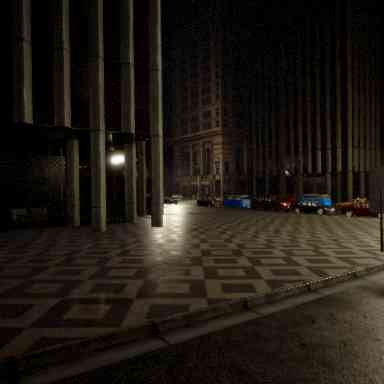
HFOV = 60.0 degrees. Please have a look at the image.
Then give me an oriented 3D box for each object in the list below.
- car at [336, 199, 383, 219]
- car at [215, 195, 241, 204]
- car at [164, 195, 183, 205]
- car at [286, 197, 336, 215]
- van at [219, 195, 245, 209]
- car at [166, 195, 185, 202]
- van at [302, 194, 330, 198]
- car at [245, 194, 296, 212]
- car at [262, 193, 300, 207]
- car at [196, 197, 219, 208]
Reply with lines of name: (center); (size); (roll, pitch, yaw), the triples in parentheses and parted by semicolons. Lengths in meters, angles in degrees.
car: (15.366, 1.567, 28.915); (1.887, 1.381, 4.507); (-1, 1, -36)
car: (6.047, 1.296, 56.442); (1.752, 1.417, 4.829); (-1, 1, -36)
car: (-4.017, 1.439, 55.810); (2.008, 1.369, 4.403); (-1, 1, -36)
car: (12.135, 1.549, 33.397); (2.008, 1.369, 4.403); (-1, 1, -36)
van: (5.672, 1.294, 42.361); (1.690, 1.788, 3.998); (-1, 1, -36)
car: (-3.539, 1.257, 69.755); (2.008, 1.369, 4.403); (-1, 1, -36)
van: (15.831, 1.178, 42.852); (1.690, 1.788, 3.998); (-1, 1, -36)
car: (8.903, 1.290, 37.877); (2.192, 1.841, 5.009); (-1, 1, -36)
car: (12.602, 1.130, 47.335); (2.192, 1.841, 5.009); (-1, 1, -36)
car: (2.443, 1.371, 46.843); (1.967, 1.590, 4.097); (-1, 1, -36)
